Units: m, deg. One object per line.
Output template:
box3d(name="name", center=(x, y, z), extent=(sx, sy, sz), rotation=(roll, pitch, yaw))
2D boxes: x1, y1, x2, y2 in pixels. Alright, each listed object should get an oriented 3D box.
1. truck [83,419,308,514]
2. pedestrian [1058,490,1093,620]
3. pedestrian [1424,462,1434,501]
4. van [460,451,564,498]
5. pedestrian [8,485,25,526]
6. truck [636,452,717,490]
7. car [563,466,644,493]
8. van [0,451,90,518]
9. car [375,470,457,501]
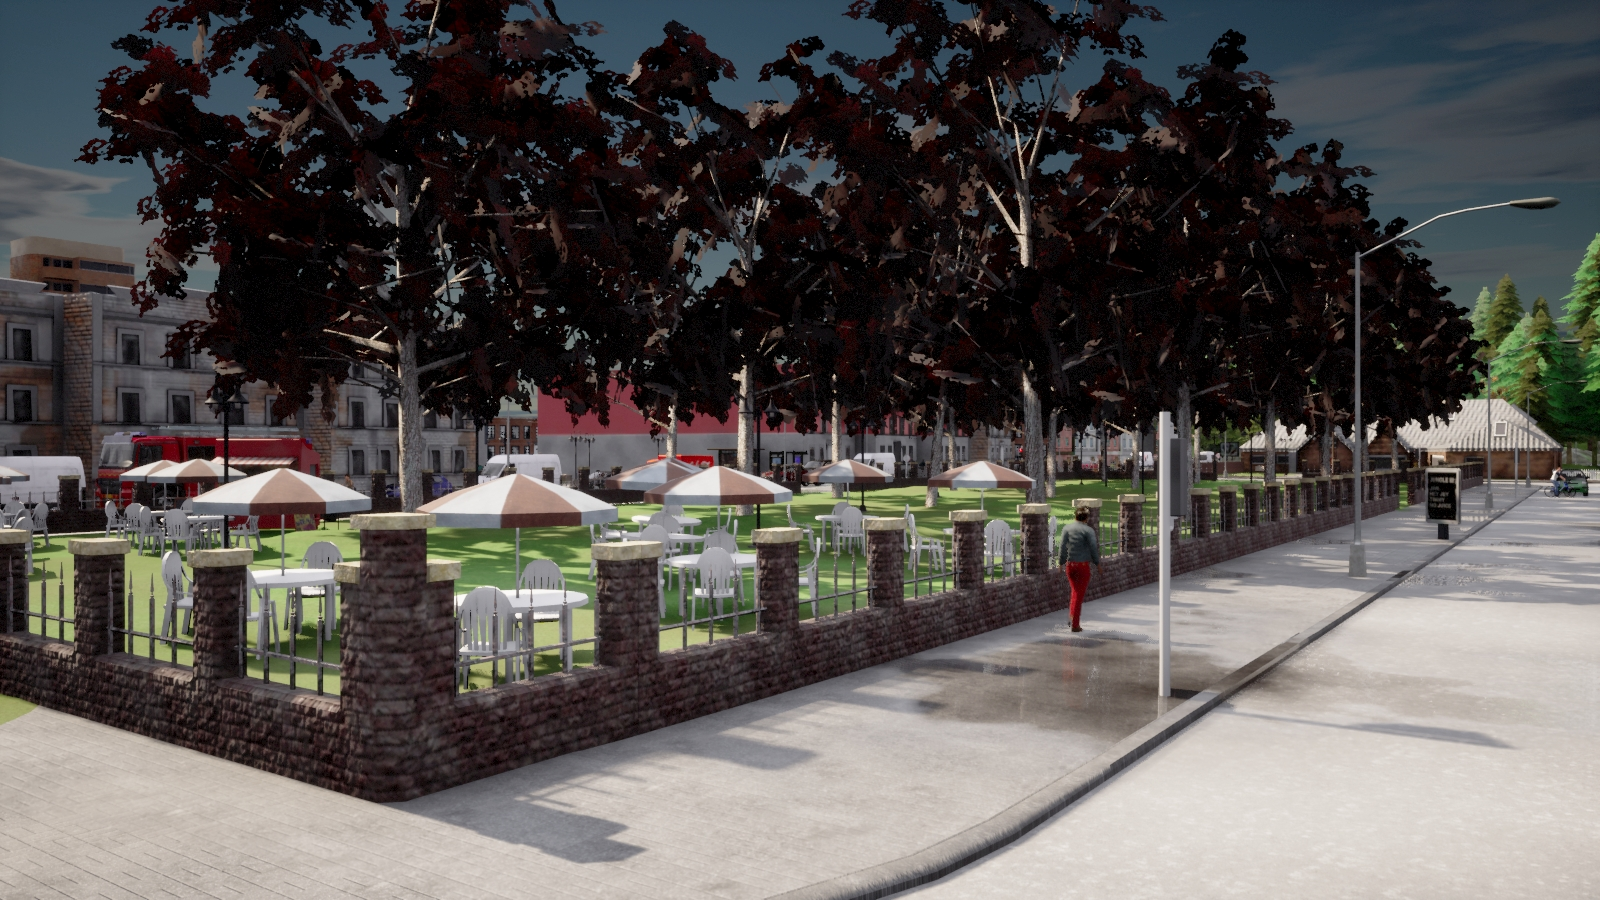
box3d(name="truck", center=(-26.598, 0.670, 50.778), extent=(2.891, 3.827, 8.468), rotation=(0, 0, 35))
box3d(name="pedestrian", center=(4.019, 1.517, 16.679), extent=(0.375, 1.860, 0.375), rotation=(0, 0, 37))
box3d(name="pedestrian", center=(30.449, 1.525, 55.331), extent=(0.375, 1.860, 0.375), rotation=(0, 0, 35))
box3d(name="van", center=(-16.329, 1.314, 65.083), extent=(1.988, 2.561, 5.915), rotation=(0, 0, 35))
box3d(name="pedestrian", center=(-25.472, 1.805, 37.155), extent=(0.375, 1.300, 0.375), rotation=(0, 0, 42))
box3d(name="truck", center=(-8.233, 1.348, 76.671), extent=(2.627, 2.467, 5.204), rotation=(0, 0, 35))
box3d(name="car", center=(-12.166, 1.814, 71.050), extent=(2.097, 1.535, 5.006), rotation=(0, 0, 35))
box3d(name="van", center=(-31.021, 1.314, 44.007), extent=(1.988, 2.561, 5.915), rotation=(0, 0, 35))
box3d(name="car", center=(-20.045, 1.818, 59.739), extent=(1.845, 1.501, 3.633), rotation=(0, 0, 35))
